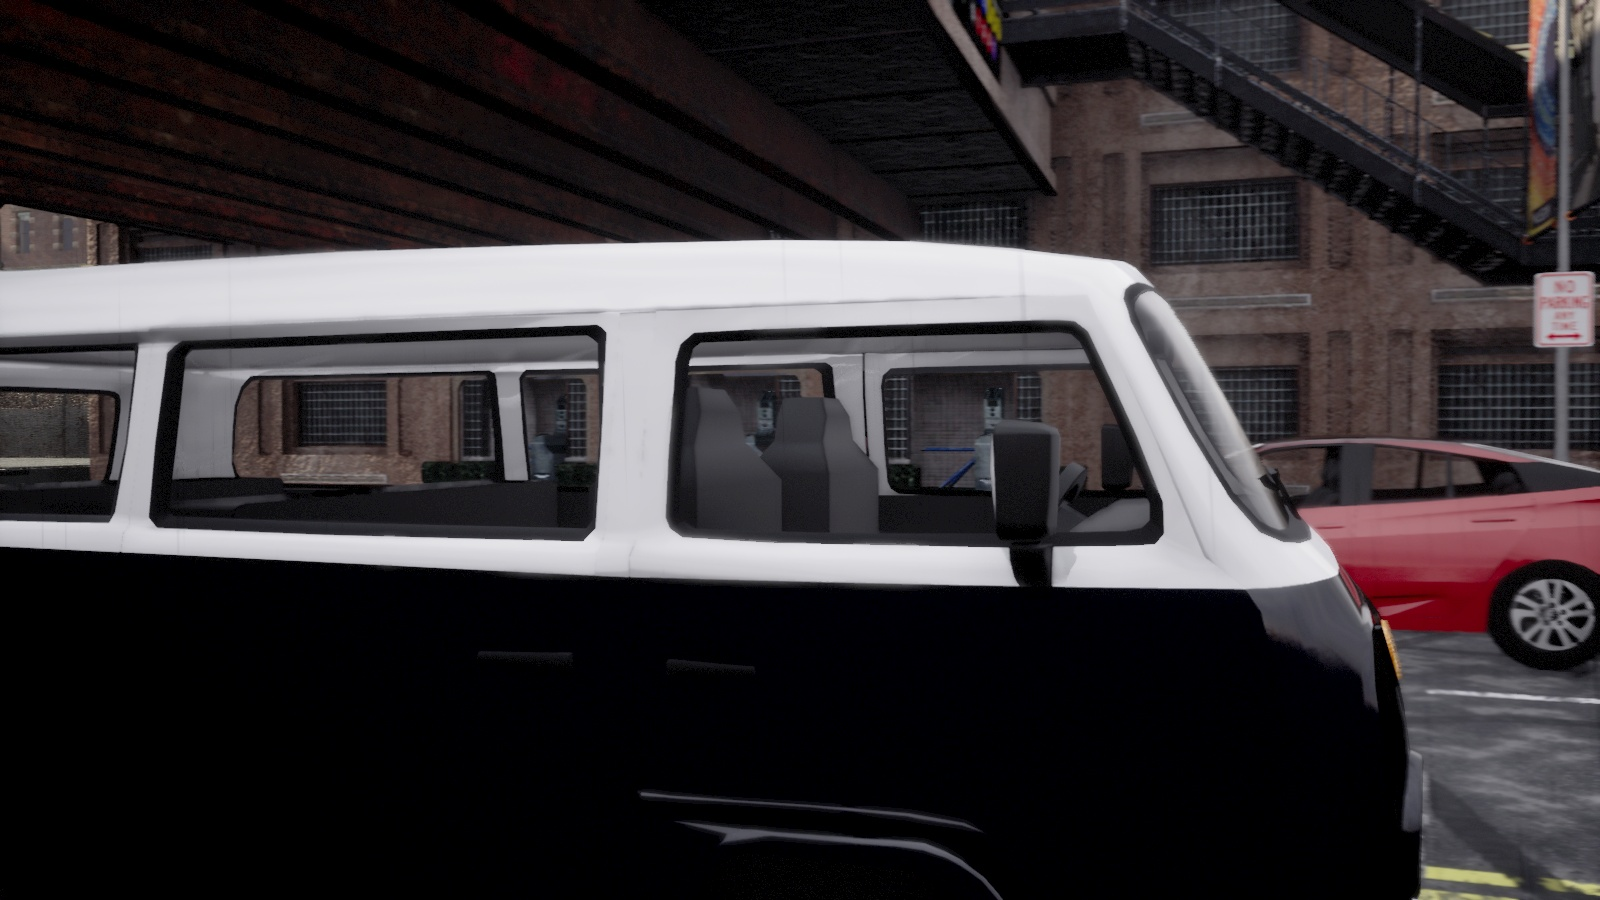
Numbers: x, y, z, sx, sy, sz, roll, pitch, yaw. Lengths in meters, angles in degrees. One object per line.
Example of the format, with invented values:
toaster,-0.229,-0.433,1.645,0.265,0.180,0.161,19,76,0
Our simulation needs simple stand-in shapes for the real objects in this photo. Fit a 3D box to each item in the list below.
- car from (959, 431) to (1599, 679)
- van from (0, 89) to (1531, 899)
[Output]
car,3.616,0.637,9.370,4.514,1.525,2.007,1,1,18
van,-0.781,0.489,3.452,4.480,2.038,2.069,0,1,19
